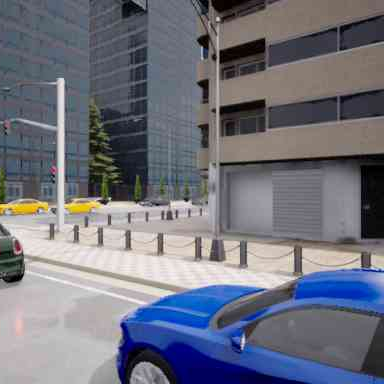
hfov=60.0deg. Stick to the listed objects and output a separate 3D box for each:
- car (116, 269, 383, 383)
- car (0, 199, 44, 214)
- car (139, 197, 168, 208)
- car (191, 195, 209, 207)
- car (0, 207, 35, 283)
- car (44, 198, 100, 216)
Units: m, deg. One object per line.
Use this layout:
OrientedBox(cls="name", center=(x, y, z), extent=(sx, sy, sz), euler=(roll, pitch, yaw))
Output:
OrientedBox(cls="car", center=(1.459, 1.478, 2.951), extent=(5.008, 1.535, 1.882), euler=(0, 0, 36))
OrientedBox(cls="car", center=(-16.391, 1.422, 31.964), extent=(1.882, 1.535, 5.008), euler=(0, 1, 36))
OrientedBox(cls="car", center=(-5.372, 1.435, 47.173), extent=(2.128, 1.511, 4.902), euler=(0, 0, 36))
OrientedBox(cls="car", center=(1.764, 1.296, 51.039), extent=(2.097, 1.767, 4.553), euler=(0, 0, 36))
OrientedBox(cls="car", center=(-6.279, 1.352, 8.464), extent=(4.553, 1.767, 2.097), euler=(0, 0, 36))
OrientedBox(cls="car", center=(-11.483, 1.422, 32.766), extent=(1.882, 1.535, 5.008), euler=(0, 1, 36))
